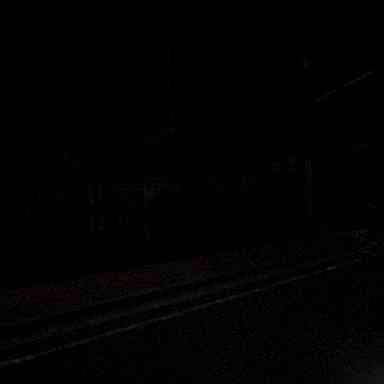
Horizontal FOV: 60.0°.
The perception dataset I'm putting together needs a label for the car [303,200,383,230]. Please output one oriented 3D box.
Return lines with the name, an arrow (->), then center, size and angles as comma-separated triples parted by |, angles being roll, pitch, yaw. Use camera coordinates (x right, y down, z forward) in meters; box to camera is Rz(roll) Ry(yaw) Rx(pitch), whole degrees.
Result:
car -> 8.752, 1.176, 18.103 | 2.033, 1.411, 5.357 | -3, 0, -35
